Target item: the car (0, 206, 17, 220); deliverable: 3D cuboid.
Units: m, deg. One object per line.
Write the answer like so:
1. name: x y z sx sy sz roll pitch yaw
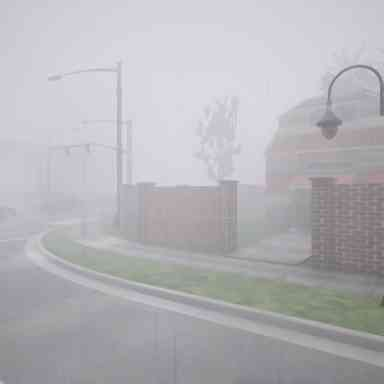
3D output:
1. car: -15.992 1.463 25.357 1.837 1.490 4.892 0 0 37

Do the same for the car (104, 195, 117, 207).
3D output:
1. car: -9.412 1.285 46.028 1.812 1.442 4.674 0 1 37

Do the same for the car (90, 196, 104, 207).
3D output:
1. car: -12.321 1.268 47.977 1.837 1.490 4.892 0 1 37

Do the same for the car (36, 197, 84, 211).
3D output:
1. car: -14.990 1.373 38.642 1.837 1.490 4.892 0 1 36

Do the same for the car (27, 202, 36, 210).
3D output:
1. car: -17.720 1.397 40.829 1.812 1.442 4.674 0 1 37
